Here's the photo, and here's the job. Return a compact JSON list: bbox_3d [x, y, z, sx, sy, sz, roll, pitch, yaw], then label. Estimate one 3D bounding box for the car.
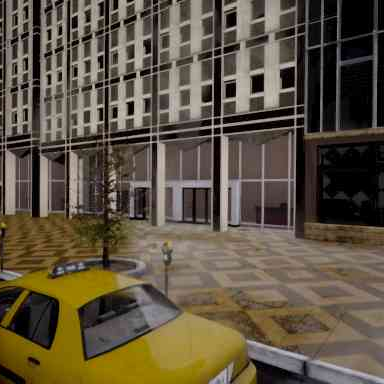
[{"bbox_3d":[-1.654,1.524,4.076,4.829,1.417,1.752,0,1,36],"label":"car"}]
